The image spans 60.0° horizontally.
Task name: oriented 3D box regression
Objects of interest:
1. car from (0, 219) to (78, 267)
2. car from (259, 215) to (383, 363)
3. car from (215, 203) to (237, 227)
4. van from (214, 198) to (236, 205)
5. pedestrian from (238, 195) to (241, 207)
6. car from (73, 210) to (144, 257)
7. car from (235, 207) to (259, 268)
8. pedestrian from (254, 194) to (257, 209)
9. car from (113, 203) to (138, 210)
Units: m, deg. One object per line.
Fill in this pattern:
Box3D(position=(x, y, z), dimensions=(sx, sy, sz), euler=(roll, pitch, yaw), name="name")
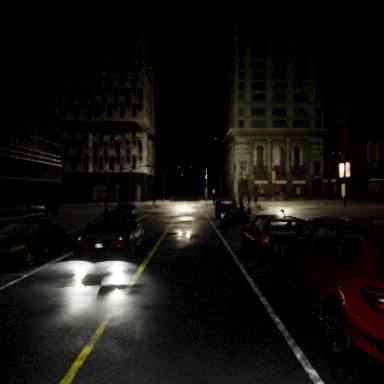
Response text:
Box3D(position=(-5.675, 1.618, 11.486), dimensions=(1.802, 1.307, 4.206), euler=(0, 0, 0), name="car")
Box3D(position=(2.850, 1.334, 5.841), dimensions=(2.192, 1.841, 5.009), euler=(0, 0, 0), name="car")
Box3D(position=(2.848, 1.646, 22.787), dimensions=(1.802, 1.307, 4.206), euler=(0, 0, 0), name="car")
Box3D(position=(2.845, 1.418, 28.437), dimensions=(1.690, 1.788, 3.998), euler=(0, 0, 0), name="van")
Box3D(position=(6.124, 1.248, 43.078), dimensions=(0.375, 1.860, 0.375), euler=(0, 0, 0), name="pedestrian")
Box3D(position=(-3.104, 1.604, 13.063), dimensions=(1.994, 1.385, 4.181), euler=(0, 0, 0), name="car")
Box3D(position=(2.849, 1.475, 11.490), dimensions=(1.967, 1.590, 4.097), euler=(0, 0, 0), name="car")
Box3D(position=(8.125, 1.189, 42.478), dimensions=(0.375, 1.860, 0.375), euler=(0, 0, 0), name="pedestrian")
Box3D(position=(-5.679, 1.643, 28.433), dimensions=(1.947, 1.339, 4.313), euler=(0, 0, 0), name="car")
